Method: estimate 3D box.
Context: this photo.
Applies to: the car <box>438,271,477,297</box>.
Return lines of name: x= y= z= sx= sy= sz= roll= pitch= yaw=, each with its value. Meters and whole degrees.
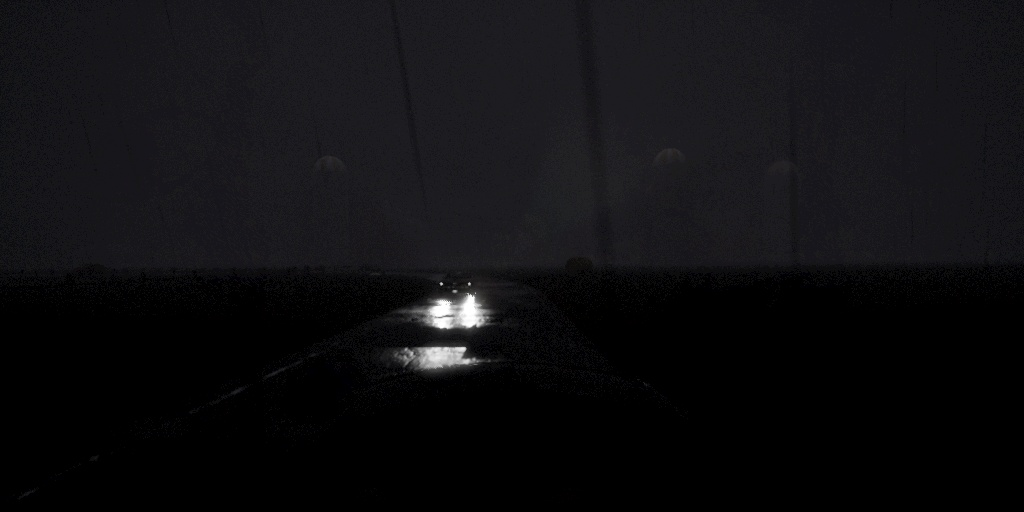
car: x=-3.047 y=1.532 z=20.657 sx=1.895 sy=1.301 sz=4.718 roll=0 pitch=-1 yaw=-4

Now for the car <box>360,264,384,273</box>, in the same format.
car: x=-22.278 y=1.965 z=56.687 sx=4.892 sy=1.490 sz=1.837 roll=-1 pitch=0 yaw=37
